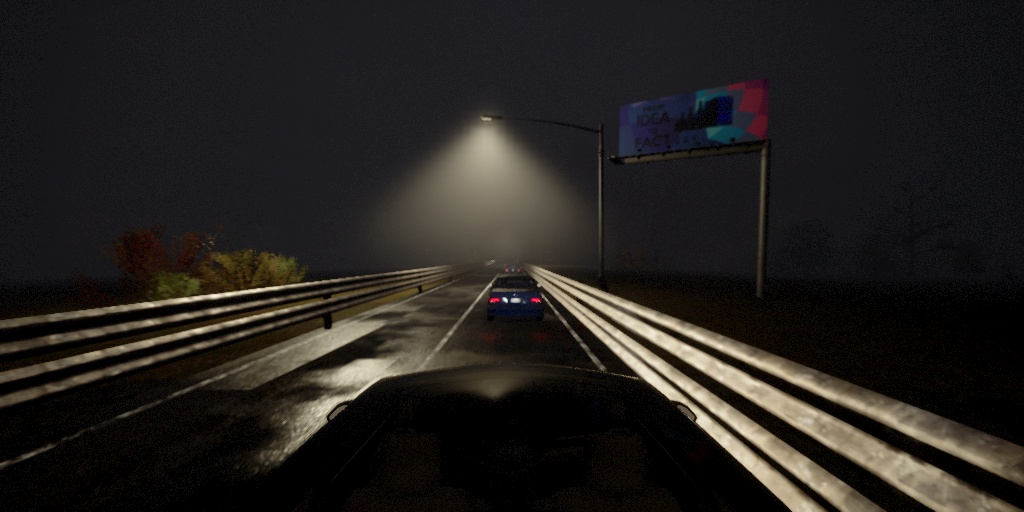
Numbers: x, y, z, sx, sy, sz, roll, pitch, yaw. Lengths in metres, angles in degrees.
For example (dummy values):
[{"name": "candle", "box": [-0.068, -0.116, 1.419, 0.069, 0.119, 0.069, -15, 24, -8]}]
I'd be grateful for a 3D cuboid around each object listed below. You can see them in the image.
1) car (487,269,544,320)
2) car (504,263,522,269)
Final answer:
[{"name": "car", "box": [0.097, 1.353, 12.937, 2.033, 1.411, 5.357, 0, 0, 0]}, {"name": "car", "box": [0.088, 1.479, 38.113, 2.033, 1.411, 5.357, 0, 0, 0]}]
